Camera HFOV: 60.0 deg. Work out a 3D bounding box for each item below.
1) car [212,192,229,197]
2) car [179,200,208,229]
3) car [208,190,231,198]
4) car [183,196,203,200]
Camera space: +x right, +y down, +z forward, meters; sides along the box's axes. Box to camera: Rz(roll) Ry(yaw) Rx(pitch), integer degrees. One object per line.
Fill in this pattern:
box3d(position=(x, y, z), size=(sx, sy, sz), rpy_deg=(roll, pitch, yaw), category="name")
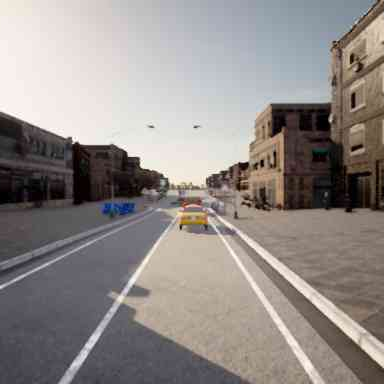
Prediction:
box3d(position=(8.138, 0.784, 95.085), size=(4.674, 1.452, 2.002), rpy_deg=(0, 2, -1), category="car")
box3d(position=(0.089, 1.539, 22.115), size=(1.801, 1.575, 5.366), rpy_deg=(0, -1, 0), category="car")
box3d(position=(7.982, 0.838, 92.326), size=(5.366, 1.575, 1.946), rpy_deg=(0, 2, -1), category="car")
box3d(position=(0.082, 1.456, 39.198), size=(2.150, 2.045, 5.566), rpy_deg=(0, 1, 0), category="car")
